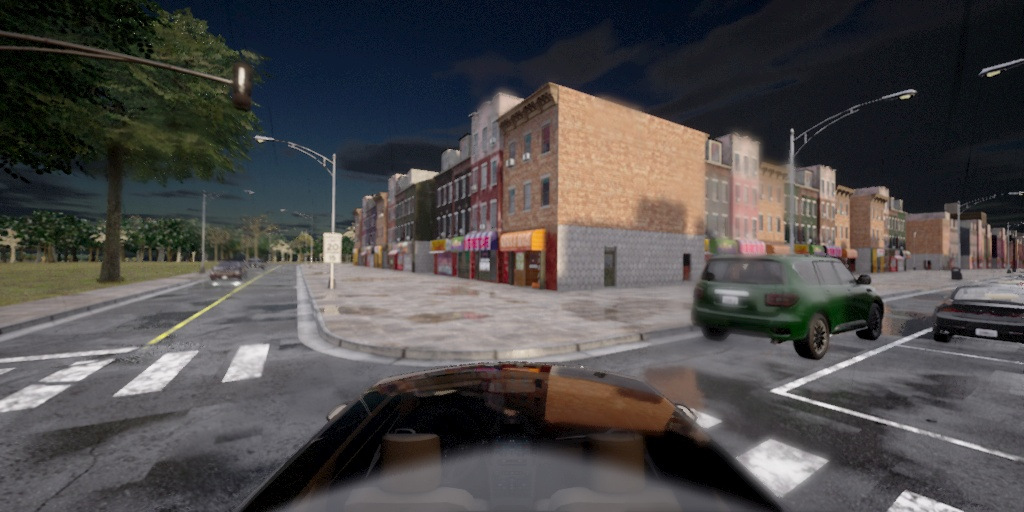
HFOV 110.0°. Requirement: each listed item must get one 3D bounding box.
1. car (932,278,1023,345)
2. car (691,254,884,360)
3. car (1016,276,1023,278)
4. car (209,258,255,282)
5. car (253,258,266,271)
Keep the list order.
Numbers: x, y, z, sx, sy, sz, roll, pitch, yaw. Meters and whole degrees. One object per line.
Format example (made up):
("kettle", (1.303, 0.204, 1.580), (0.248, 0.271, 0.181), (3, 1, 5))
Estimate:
("car", (11.453, 1.335, 8.391), (4.403, 1.370, 2.007), (0, 0, -31))
("car", (6.651, 0.993, 8.560), (5.566, 2.045, 2.150), (0, -1, -31))
("car", (16.443, 1.349, 11.433), (4.829, 1.417, 1.751), (0, 0, -31))
("car", (-21.001, 1.106, 26.840), (2.033, 1.411, 5.357), (1, 0, -31))
("car", (-29.479, 0.922, 41.145), (1.994, 1.385, 4.181), (1, -1, -31))
